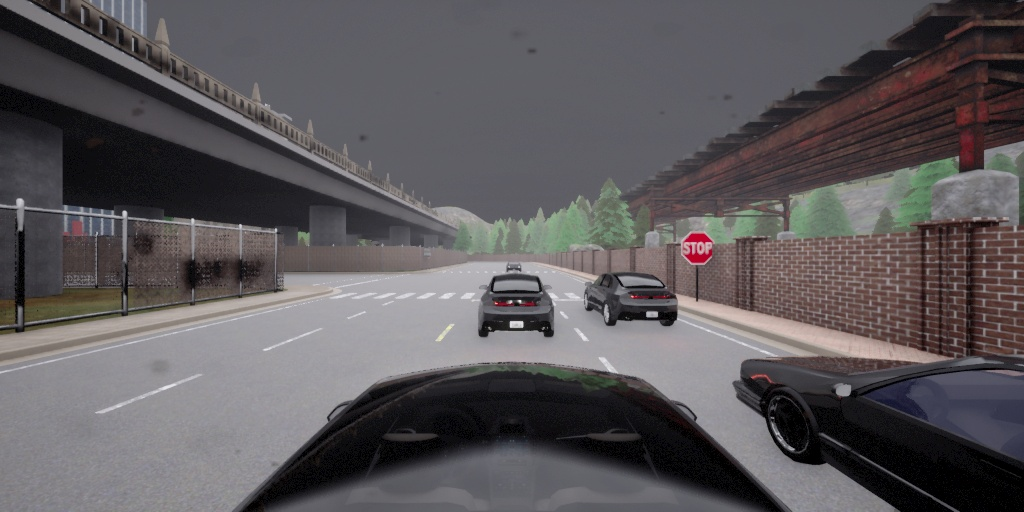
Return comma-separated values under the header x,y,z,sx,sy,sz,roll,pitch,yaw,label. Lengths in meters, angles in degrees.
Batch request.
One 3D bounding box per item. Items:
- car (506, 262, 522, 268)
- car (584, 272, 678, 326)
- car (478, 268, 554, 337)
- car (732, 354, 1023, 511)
x,y,z,sx,sy,sz,roll,pitch,yaw,label
0.227,1.351,45.483,1.895,1.301,4.718,0,0,-1,car
3.607,1.255,11.629,1.837,1.490,4.892,0,0,0,car
0.104,1.255,10.273,1.837,1.490,4.892,0,0,0,car
3.600,1.297,1.883,2.033,1.411,5.357,0,0,0,car
